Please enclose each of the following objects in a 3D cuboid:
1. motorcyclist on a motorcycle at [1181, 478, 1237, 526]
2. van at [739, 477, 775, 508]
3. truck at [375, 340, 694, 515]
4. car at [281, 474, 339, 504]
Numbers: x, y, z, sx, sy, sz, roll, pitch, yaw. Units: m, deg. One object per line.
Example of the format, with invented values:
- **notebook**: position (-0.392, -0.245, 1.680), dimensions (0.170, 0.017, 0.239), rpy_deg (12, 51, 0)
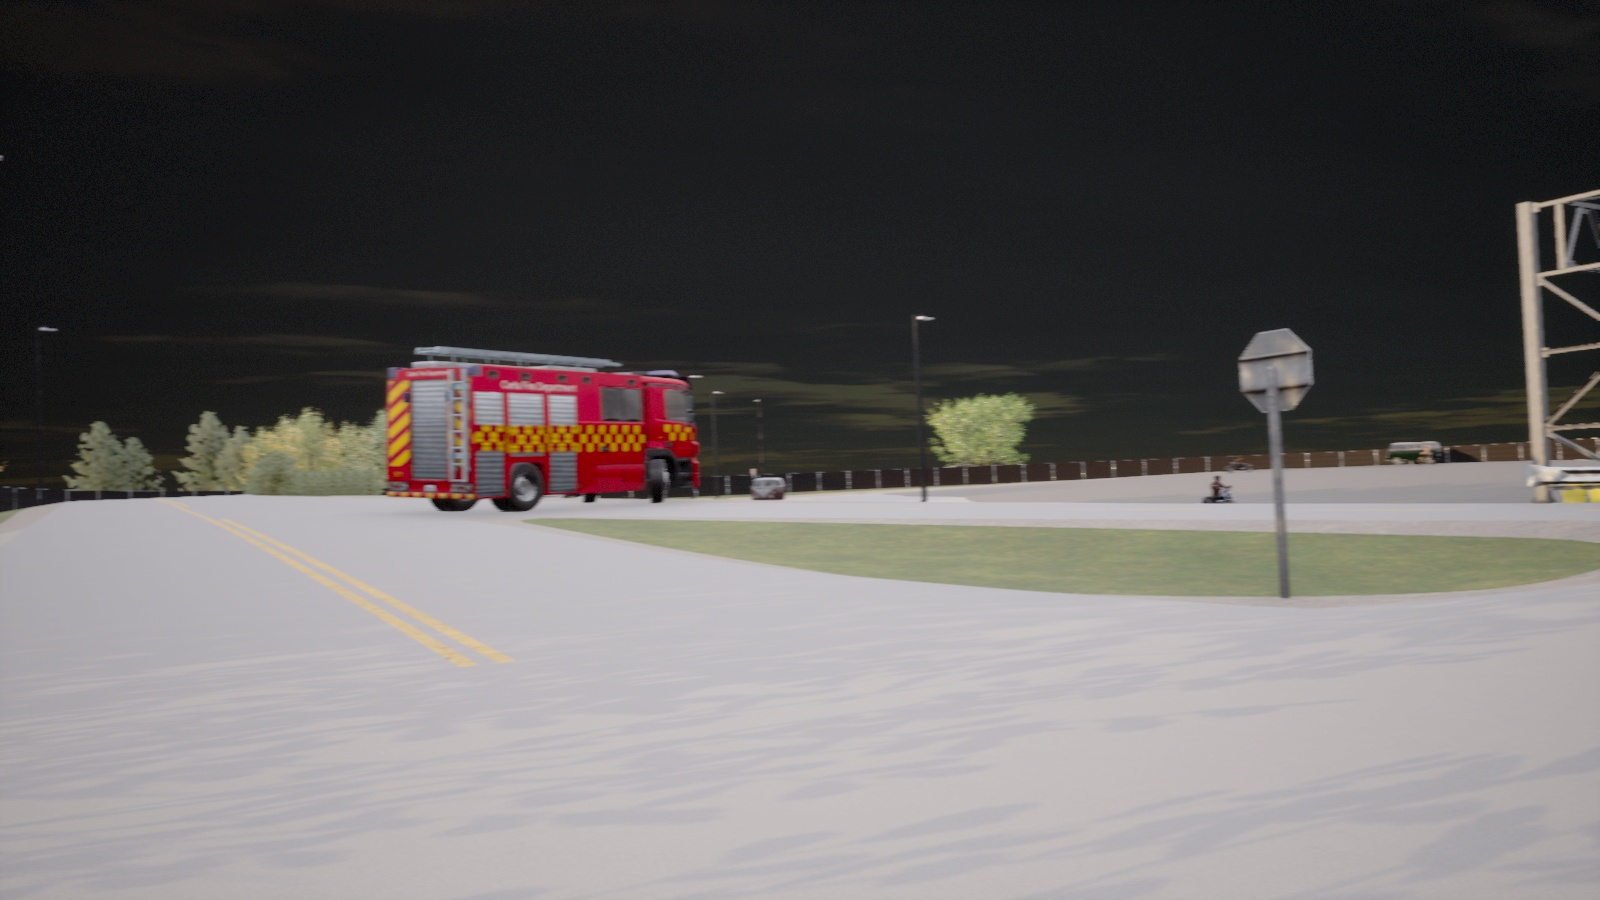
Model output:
- **motorcyclist on a motorcycle**: position (14.622, 1.823, 44.967), dimensions (0.766, 1.649, 2.350), rpy_deg (-1, -1, -13)
- **van**: position (-2.954, 2.901, 86.835), dimensions (1.775, 1.987, 4.442), rpy_deg (-2, -1, 7)
- **truck**: position (-6.378, -0.513, 31.896), dimensions (2.891, 3.827, 8.468), rpy_deg (0, 0, 32)
- **car**: position (-33.012, 2.645, 84.730), dimensions (1.905, 1.878, 3.866), rpy_deg (-3, -3, 9)
